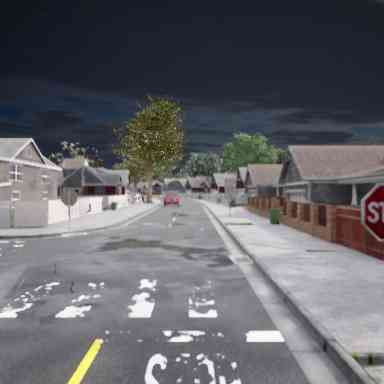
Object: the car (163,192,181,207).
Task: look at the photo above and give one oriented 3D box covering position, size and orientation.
[{"bbox_3d":[-2.777,0.962,46.637,2.150,2.045,5.566,0,1,-1],"label":"car"}]
